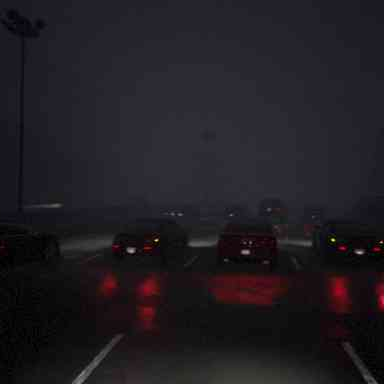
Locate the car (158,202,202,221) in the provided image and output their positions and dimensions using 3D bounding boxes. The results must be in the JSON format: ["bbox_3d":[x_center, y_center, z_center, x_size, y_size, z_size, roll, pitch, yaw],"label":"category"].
[{"bbox_3d":[-0.712,1.840,28.471,2.033,1.411,5.357,0,-1,18],"label":"car"}]

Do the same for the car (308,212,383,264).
[{"bbox_3d":[5.815,1.730,12.752,1.812,1.442,4.674,0,0,13],"label":"car"}]

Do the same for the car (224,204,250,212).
[{"bbox_3d":[4.420,1.900,32.418,1.837,1.490,4.892,0,-1,21],"label":"car"}]

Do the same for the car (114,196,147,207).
[{"bbox_3d":[-8.266,1.630,48.030,2.150,2.045,5.566,0,-1,24],"label":"car"}]

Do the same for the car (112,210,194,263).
[{"bbox_3d":[-1.409,1.642,12.551,1.812,1.442,4.674,1,0,12],"label":"car"}]

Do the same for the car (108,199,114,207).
[{"bbox_3d":[-10.291,1.904,51.913,1.882,1.535,5.008,0,-1,26],"label":"car"}]

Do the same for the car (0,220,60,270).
[{"bbox_3d":[-5.650,1.525,9.309,2.128,1.511,4.902,1,-1,11],"label":"car"}]

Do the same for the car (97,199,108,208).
[{"bbox_3d":[-13.220,1.890,53.873,1.882,1.535,5.008,0,-1,26],"label":"car"}]

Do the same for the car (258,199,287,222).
[{"bbox_3d":[7.471,1.634,30.660,2.150,2.045,5.566,0,-1,20],"label":"car"}]

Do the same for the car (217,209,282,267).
[{"bbox_3d":[2.096,1.632,12.207,1.882,1.535,5.008,0,0,12],"label":"car"}]

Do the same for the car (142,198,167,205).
[{"bbox_3d":[-4.464,2.001,47.940,2.033,1.411,5.357,0,-1,25],"label":"car"}]

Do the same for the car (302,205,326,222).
[{"bbox_3d":[11.252,1.949,30.691,2.128,1.511,4.902,0,-1,21],"label":"car"}]
